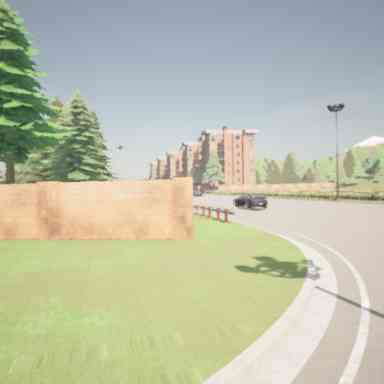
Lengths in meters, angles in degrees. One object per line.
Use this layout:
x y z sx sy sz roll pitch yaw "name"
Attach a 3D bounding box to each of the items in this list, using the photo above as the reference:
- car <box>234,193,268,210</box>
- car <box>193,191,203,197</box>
5.670 0.884 32.595 2.128 1.511 4.902 -2 1 -14 "car"
1.057 0.424 76.373 2.033 1.411 5.357 -2 1 -15 "car"
